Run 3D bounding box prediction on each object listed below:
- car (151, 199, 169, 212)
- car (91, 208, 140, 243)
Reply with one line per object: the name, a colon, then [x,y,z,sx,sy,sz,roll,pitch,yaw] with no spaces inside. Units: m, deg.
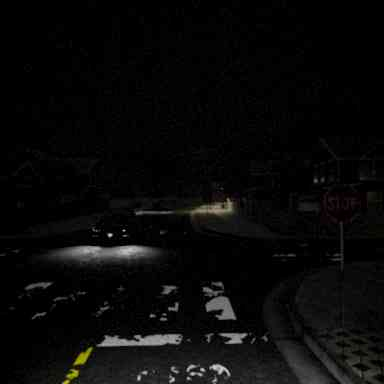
car: [-4.040,1.697,42.700,1.837,1.490,4.892,0,0,3]
car: [-3.670,1.595,16.614,1.837,1.490,4.892,0,0,-4]
